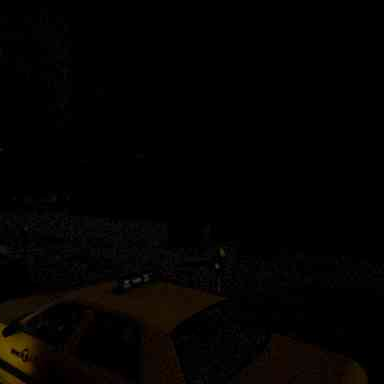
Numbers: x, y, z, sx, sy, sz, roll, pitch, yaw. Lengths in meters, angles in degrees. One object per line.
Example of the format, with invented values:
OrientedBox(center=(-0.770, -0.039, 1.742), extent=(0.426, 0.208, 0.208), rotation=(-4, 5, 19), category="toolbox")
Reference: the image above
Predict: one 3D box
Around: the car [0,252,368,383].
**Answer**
OrientedBox(center=(-0.798, 1.526, 3.526), extent=(4.829, 1.417, 1.752), rotation=(0, 0, 35), category="car")
